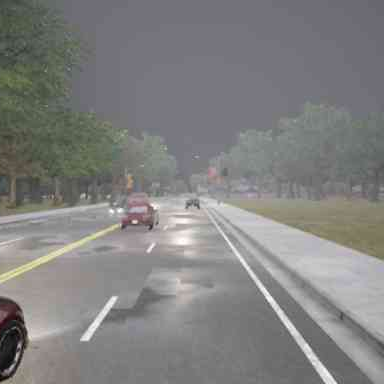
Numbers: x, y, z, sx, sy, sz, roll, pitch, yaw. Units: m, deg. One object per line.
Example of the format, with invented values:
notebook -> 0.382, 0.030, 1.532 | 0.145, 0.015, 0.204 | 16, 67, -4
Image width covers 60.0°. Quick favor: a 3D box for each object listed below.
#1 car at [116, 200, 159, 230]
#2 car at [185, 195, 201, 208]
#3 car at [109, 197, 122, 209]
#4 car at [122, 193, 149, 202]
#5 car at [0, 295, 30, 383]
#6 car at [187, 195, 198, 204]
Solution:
car -> -3.148, 1.476, 20.642 | 1.812, 1.442, 4.674 | 0, 0, 0
car -> 0.103, 1.421, 45.166 | 1.837, 1.490, 4.892 | 0, 0, 0
car -> -9.829, 1.407, 44.894 | 2.128, 1.511, 4.902 | 0, 0, 0
car -> -6.587, 1.137, 40.780 | 2.150, 2.045, 5.566 | 0, 0, 0
car -> -3.149, 1.555, 2.725 | 1.994, 1.385, 4.181 | 0, 0, 0
car -> 0.105, 1.403, 64.090 | 1.882, 1.535, 5.008 | 0, 0, 0
